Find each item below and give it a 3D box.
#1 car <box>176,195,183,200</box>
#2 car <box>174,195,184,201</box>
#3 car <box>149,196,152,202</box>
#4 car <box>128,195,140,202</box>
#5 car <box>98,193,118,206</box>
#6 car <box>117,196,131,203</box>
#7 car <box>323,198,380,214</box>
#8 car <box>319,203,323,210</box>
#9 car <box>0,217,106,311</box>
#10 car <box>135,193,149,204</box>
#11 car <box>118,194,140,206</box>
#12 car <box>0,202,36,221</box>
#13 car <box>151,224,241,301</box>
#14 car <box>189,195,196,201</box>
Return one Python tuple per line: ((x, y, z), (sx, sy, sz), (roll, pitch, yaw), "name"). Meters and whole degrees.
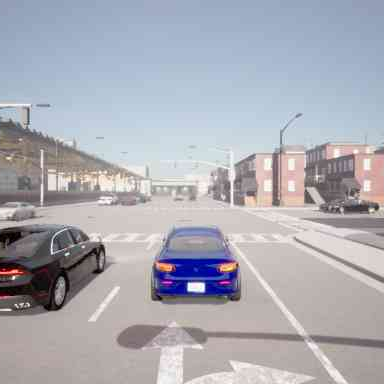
((-3.349, 1.524, 92.129), (1.812, 1.442, 4.674), (0, 0, 0), "car")
((-3.366, 1.595, 82.083), (1.895, 1.301, 4.718), (0, 0, 0), "car")
((-10.375, 1.540, 76.144), (2.033, 1.411, 5.357), (0, 0, 0), "car")
((-13.869, 1.518, 80.189), (2.128, 1.511, 4.902), (0, 0, 0), "car")
((-13.997, 1.222, 55.698), (2.150, 2.045, 5.566), (0, 0, 0), "car")
((-13.888, 1.563, 68.188), (1.994, 1.385, 4.181), (0, 0, 0), "car")
((16.779, 1.491, 34.521), (4.902, 1.511, 2.128), (0, 0, 0), "car")
((17.082, 1.505, 38.028), (4.892, 1.490, 1.837), (0, 0, 0), "car")
((-3.416, 1.505, 7.761), (1.837, 1.490, 4.892), (0, 0, 0), "car")
((-10.424, 1.221, 65.453), (2.150, 2.045, 5.566), (0, 0, 1), "car")
((-10.497, 1.477, 55.569), (1.882, 1.535, 5.008), (0, 0, 0), "car")
((-14.057, 1.525, 26.318), (1.812, 1.442, 4.674), (0, 0, 0), "car")
((0.091, 1.526, 8.219), (1.812, 1.442, 4.674), (0, 0, 0), "car")
((0.134, 1.500, 81.583), (1.837, 1.490, 4.892), (0, 0, 0), "car")
